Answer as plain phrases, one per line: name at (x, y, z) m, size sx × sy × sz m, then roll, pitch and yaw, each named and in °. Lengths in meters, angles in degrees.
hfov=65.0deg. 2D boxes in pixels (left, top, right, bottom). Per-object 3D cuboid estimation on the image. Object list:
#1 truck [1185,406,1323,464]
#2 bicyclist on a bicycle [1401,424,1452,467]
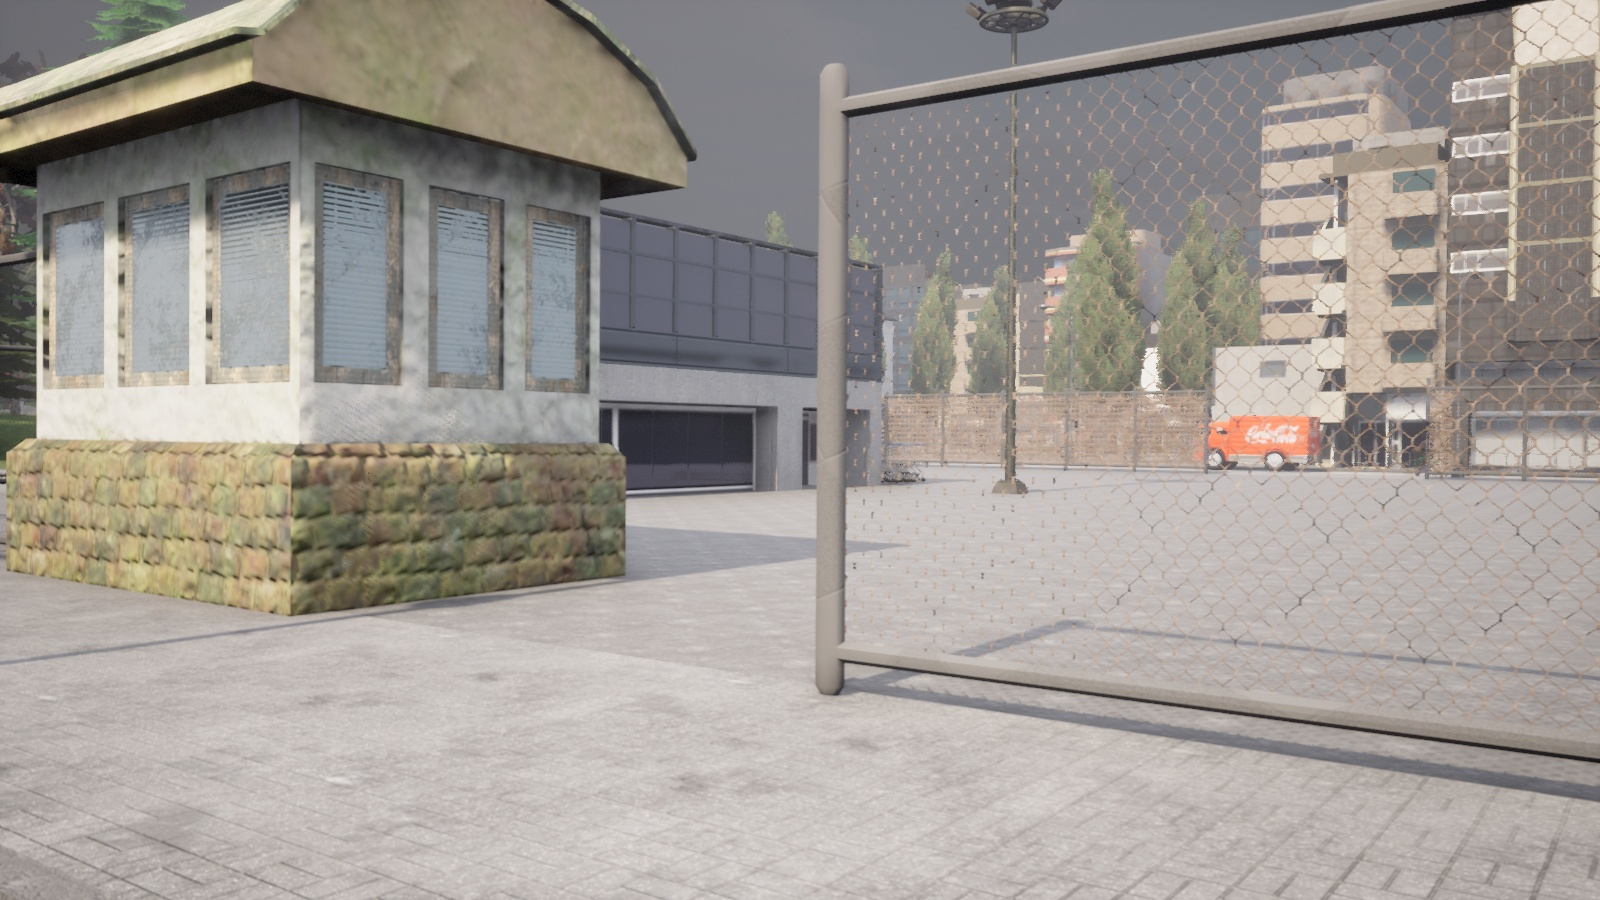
truck at (20.173, -0.662, 55.871) m, size 5.204 × 2.467 × 2.627 m, roll 0°, pitch 1°, yaw 36°
bicyclist on a bicycle at (24.017, -0.167, 48.153) m, size 1.656 × 1.620 × 0.582 m, roll 0°, pitch 1°, yaw 36°
